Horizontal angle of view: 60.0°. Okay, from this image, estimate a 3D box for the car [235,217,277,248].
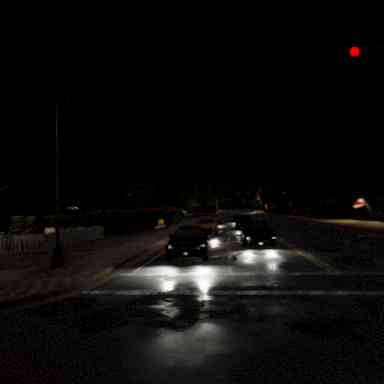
[{"bbox_3d":[3.941,2.487,20.392,2.033,1.411,5.357,-2,-3,6],"label":"car"}]

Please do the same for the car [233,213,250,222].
[{"bbox_3d":[5.523,3.191,35.186,2.033,1.411,5.357,-2,-3,6],"label":"car"}]

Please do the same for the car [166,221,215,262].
[{"bbox_3d":[-0.026,2.359,15.987,1.812,1.442,4.674,-2,-3,6],"label":"car"}]

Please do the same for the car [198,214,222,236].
[{"bbox_3d":[1.292,2.911,28.549,1.882,1.535,5.008,-2,-3,6],"label":"car"}]

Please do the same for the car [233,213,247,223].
[{"bbox_3d":[7.431,4.052,52.147,1.994,1.385,4.181,-2,-3,6],"label":"car"}]
